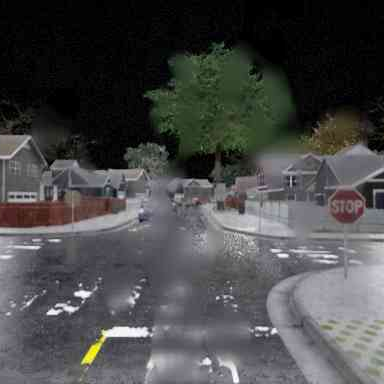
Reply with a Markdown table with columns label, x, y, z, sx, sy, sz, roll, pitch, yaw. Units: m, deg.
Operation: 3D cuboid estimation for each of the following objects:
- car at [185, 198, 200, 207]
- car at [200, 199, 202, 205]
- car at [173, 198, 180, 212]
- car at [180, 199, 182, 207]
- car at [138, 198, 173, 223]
| label | x | y | z | sx | sy | sz | roll | pitch | yaw |
| --- | --- | --- | --- | --- | --- | --- | --- | --- | --- |
| car | -0.138 | 1.855 | 56.610 | 2.033 | 1.411 | 5.357 | 0 | 0 | 1 |
| car | 0.738 | 1.899 | 67.208 | 1.882 | 1.535 | 5.008 | 0 | -1 | 12 |
| car | -2.949 | 1.531 | 41.026 | 2.097 | 1.767 | 4.553 | 0 | 0 | 0 |
| car | -2.775 | 1.841 | 59.539 | 1.837 | 1.490 | 4.892 | 0 | -1 | 3 |
| car | -2.913 | 1.414 | 26.176 | 2.097 | 1.767 | 4.553 | 0 | 0 | 0 |
